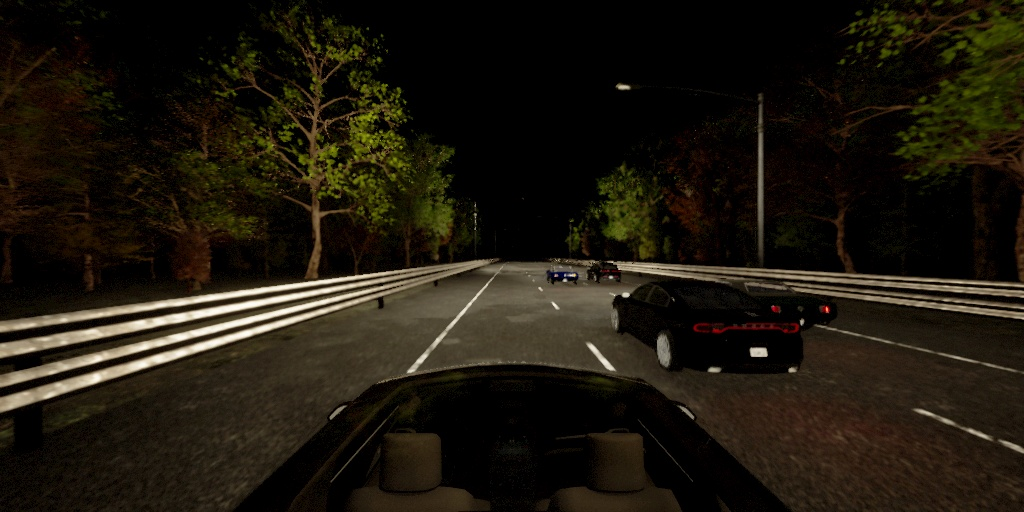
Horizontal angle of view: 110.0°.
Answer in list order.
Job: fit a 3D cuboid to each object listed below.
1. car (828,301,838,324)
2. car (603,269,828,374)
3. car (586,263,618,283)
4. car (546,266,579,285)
[{"bbox_3d":[7.092,1.355,11.109,1.895,1.301,4.718,0,0,0],"label":"car"},{"bbox_3d":[3.581,1.230,7.667,1.882,1.535,5.008,0,0,0],"label":"car"},{"bbox_3d":[7.091,1.264,28.068,1.837,1.490,4.892,0,0,0],"label":"car"},{"bbox_3d":[3.592,1.359,26.486,1.895,1.301,4.718,0,0,0],"label":"car"}]
